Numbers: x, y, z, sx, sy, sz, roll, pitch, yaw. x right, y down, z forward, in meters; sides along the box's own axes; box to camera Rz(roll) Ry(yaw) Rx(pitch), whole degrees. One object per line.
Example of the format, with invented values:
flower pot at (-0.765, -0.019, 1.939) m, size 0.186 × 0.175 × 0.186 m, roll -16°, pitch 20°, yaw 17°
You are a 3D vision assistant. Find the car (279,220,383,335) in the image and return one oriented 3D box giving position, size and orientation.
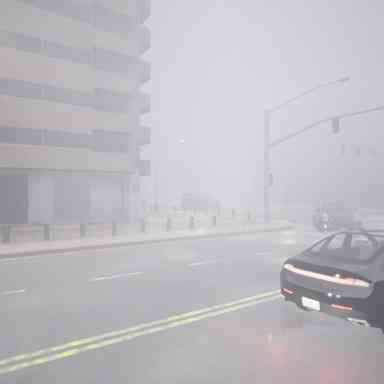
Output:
car at (3.813, 1.491, 6.463) m, size 4.902 × 1.511 × 2.128 m, roll 0°, pitch 0°, yaw -35°

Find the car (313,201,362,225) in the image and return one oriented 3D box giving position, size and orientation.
car at (8.366, 1.338, 19.416) m, size 2.097 × 1.767 × 4.553 m, roll -1°, pitch 0°, yaw 15°

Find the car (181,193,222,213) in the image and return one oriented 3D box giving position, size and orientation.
car at (0.949, 1.167, 37.081) m, size 2.150 × 2.045 × 5.566 m, roll 0°, pitch 0°, yaw -35°

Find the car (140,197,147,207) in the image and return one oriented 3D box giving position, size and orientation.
car at (-8.635, 1.422, 50.996) m, size 1.882 × 1.535 × 5.008 m, roll 0°, pitch 0°, yaw -34°
